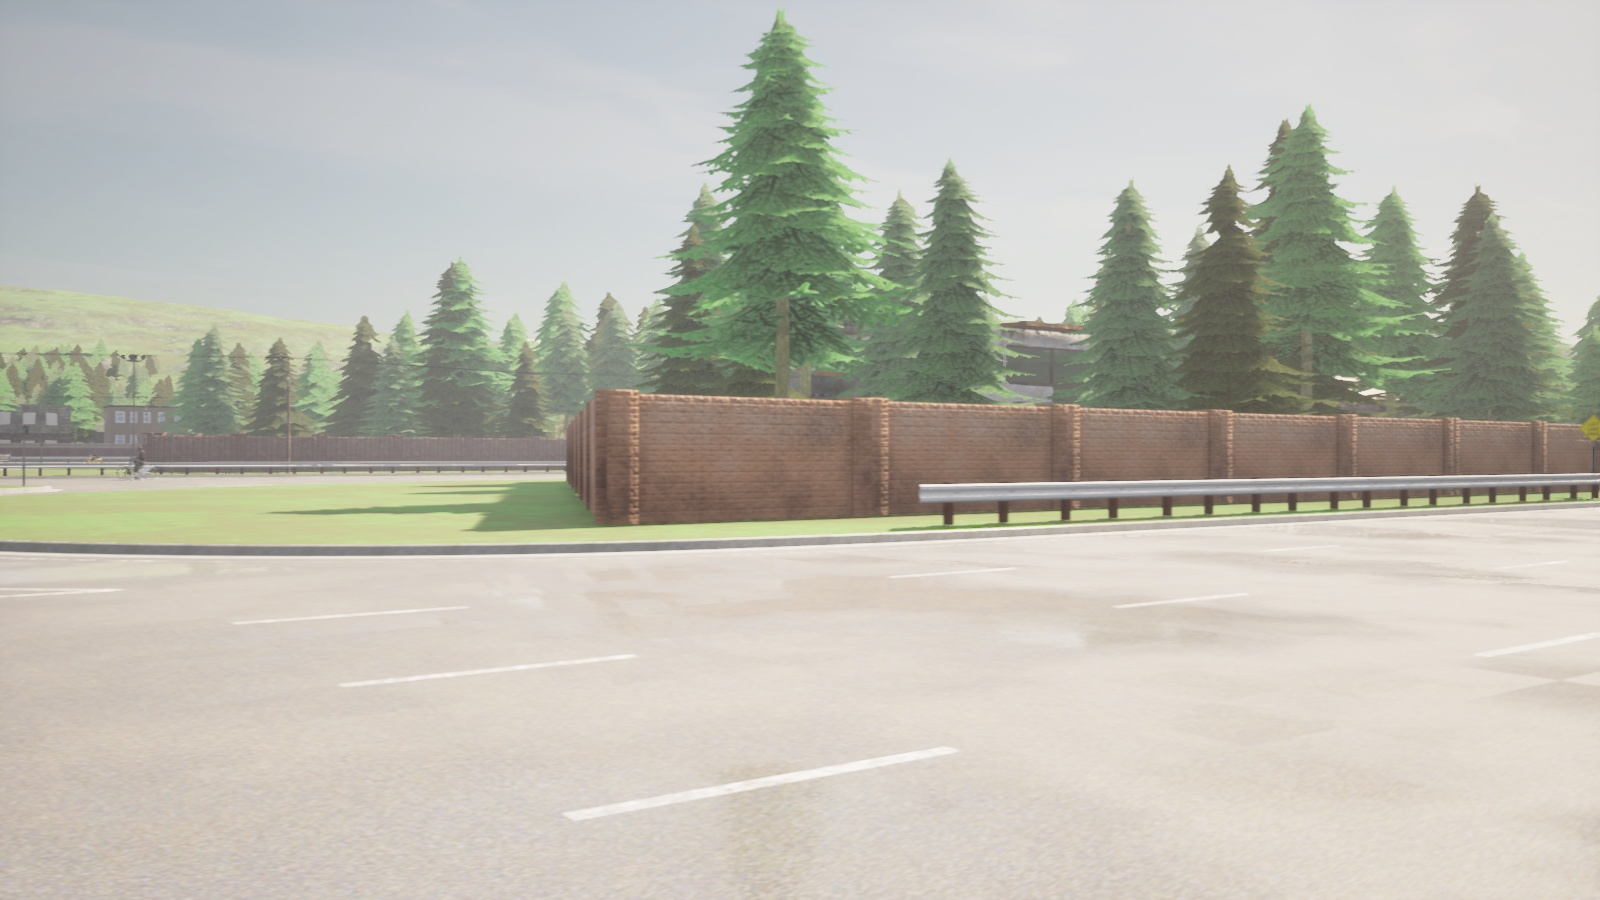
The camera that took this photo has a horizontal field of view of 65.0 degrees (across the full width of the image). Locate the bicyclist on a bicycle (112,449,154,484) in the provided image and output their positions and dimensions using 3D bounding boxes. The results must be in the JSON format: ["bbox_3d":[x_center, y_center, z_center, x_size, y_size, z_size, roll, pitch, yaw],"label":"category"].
[{"bbox_3d":[-34.326,0.848,64.648,1.843,1.776,0.659,0,0,-35],"label":"bicyclist on a bicycle"}]
